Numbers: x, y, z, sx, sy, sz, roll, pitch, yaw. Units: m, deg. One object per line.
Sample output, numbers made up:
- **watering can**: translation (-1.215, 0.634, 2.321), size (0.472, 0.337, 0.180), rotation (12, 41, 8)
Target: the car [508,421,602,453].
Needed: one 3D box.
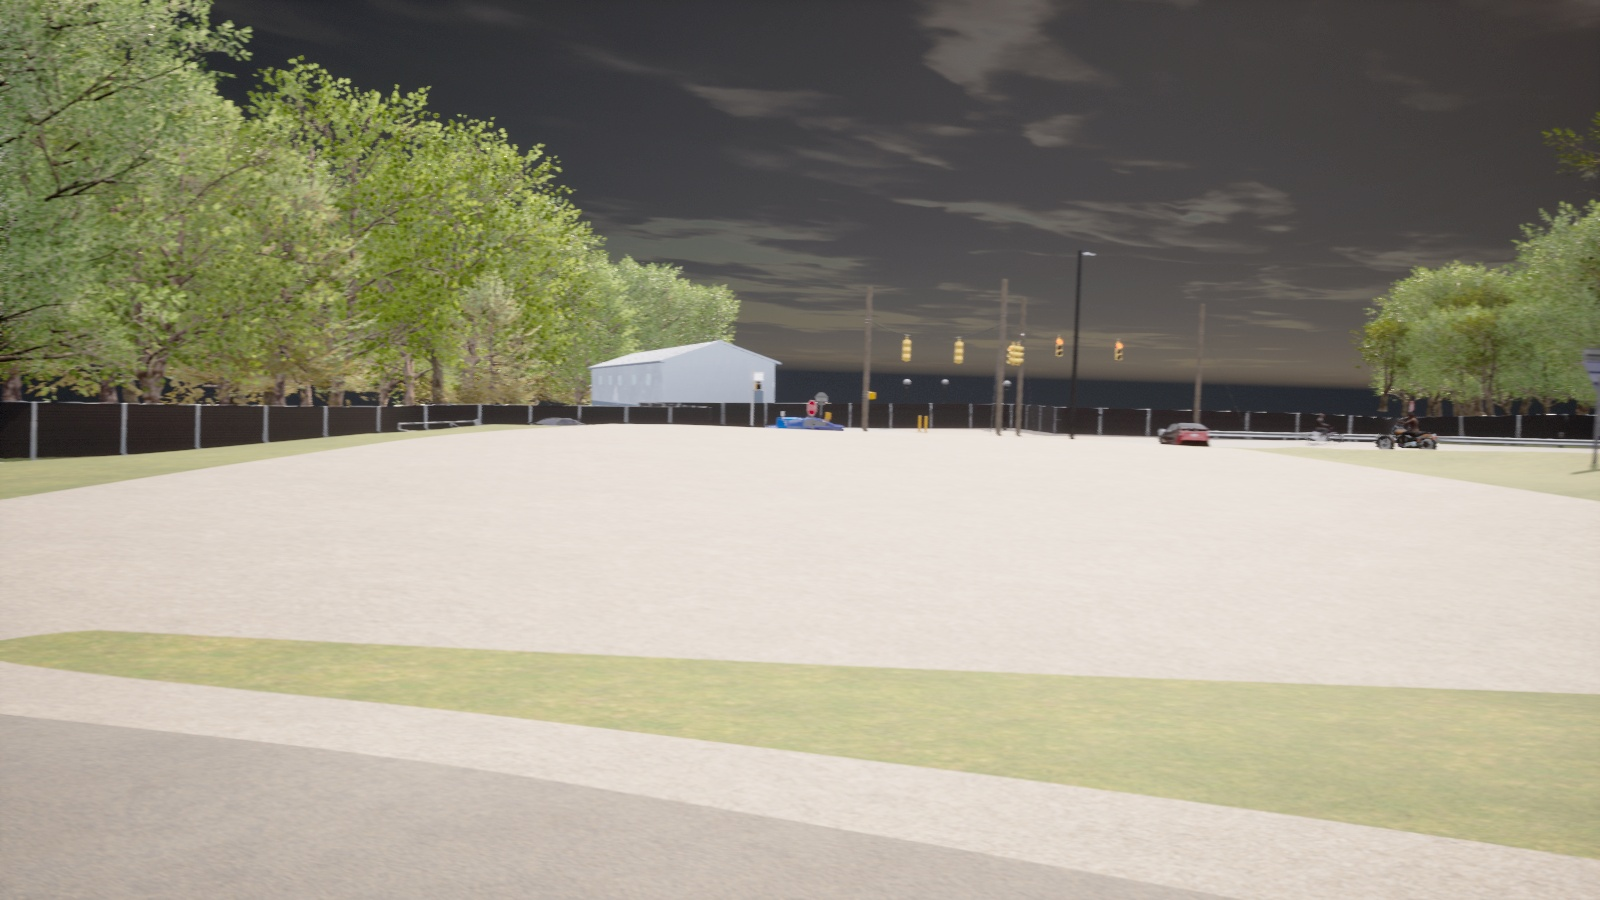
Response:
- **car**: translation (-11.908, -0.674, 61.181), size (1.994, 1.385, 4.181), rotation (4, 4, 39)

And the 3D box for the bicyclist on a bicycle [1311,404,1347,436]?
- **bicyclist on a bicycle**: translation (30.030, -1.702, 71.345), size (1.843, 1.776, 0.659), rotation (0, 4, 17)

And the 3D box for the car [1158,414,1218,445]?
- **car**: translation (20.251, -1.079, 65.764), size (2.007, 1.525, 4.514), rotation (1, 1, 4)

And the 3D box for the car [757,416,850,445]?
- **car**: translation (0.182, -1.141, 72.370), size (5.008, 1.535, 1.882), rotation (0, 4, -25)

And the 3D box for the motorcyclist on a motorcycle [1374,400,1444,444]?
- **motorcyclist on a motorcycle**: translation (23.784, -1.085, 49.075), size (0.766, 1.649, 2.350), rotation (0, 0, -39)
